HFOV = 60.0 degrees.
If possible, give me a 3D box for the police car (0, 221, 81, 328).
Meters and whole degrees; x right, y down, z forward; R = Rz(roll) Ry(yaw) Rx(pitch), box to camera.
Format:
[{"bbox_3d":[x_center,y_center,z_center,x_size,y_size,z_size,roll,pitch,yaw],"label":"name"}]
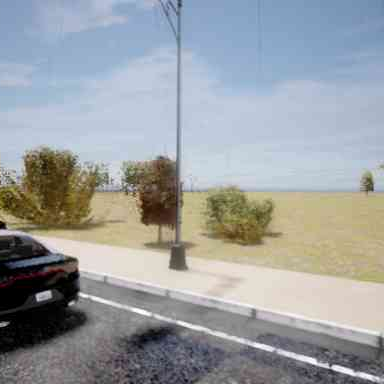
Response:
[{"bbox_3d":[-4.425,1.426,6.715,5.238,1.638,1.930,0,0,35],"label":"police car"}]
